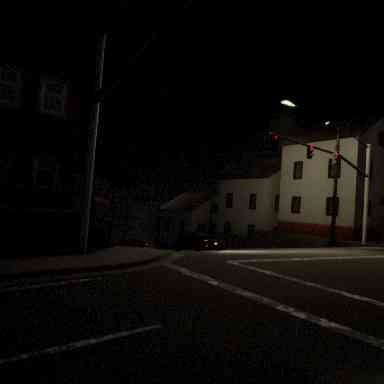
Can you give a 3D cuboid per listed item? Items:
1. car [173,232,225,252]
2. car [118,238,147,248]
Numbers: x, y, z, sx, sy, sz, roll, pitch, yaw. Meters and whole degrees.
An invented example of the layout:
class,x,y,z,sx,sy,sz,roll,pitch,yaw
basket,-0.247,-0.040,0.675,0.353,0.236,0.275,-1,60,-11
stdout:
class,x,y,z,sx,sy,sz,roll,pitch,yaw
car,0.424,3.526,23.647,1.994,1.385,4.181,6,-12,-35
car,-6.168,5.304,32.704,1.882,1.535,5.008,6,-17,-35
